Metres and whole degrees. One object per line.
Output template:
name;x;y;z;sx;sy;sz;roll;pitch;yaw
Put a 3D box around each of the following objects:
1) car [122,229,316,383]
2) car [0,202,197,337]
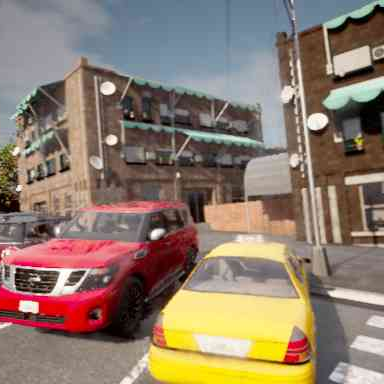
car;1.029;1.478;5.632;1.946;1.575;5.366;-1;-1;17
car;-1.456;1.263;7.239;2.435;2.045;5.566;0;-1;17
